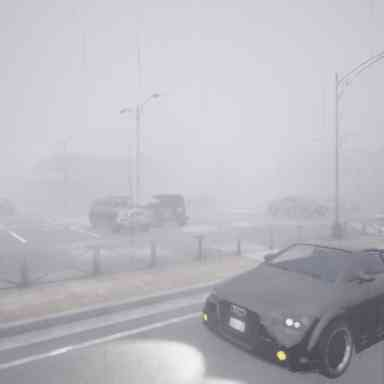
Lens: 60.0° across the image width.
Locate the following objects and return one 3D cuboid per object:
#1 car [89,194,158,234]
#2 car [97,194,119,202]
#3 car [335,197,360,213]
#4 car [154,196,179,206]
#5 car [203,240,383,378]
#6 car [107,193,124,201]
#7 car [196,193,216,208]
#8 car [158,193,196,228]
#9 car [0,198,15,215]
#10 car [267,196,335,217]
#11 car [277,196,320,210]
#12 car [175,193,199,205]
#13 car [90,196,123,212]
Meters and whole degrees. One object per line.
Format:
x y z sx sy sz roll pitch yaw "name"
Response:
-3.950 1.099 17.940 1.932 1.855 4.605 0 0 -36 "car"
-20.121 1.439 79.684 4.611 1.667 2.242 0 0 -36 "car"
13.633 1.196 31.378 1.970 1.475 3.806 0 0 -36 "car"
-3.892 1.329 50.249 1.970 1.475 3.806 0 0 -36 "car"
2.228 1.555 5.534 4.181 1.385 1.994 0 0 -35 "car"
-19.876 1.264 86.812 3.866 1.878 1.905 0 0 -36 "car"
1.060 1.066 43.366 1.932 1.855 4.605 0 0 -36 "car"
-1.823 1.074 19.962 1.905 1.878 3.866 0 0 -36 "car"
-17.657 1.326 30.949 1.845 1.501 3.633 0 0 -36 "car"
8.595 1.129 27.389 2.152 1.636 5.027 0 0 -36 "car"
12.524 1.255 39.244 2.007 1.523 4.514 0 0 -36 "car"
-0.831 1.039 51.681 1.905 1.878 3.866 0 0 -36 "car"
-9.495 1.288 36.715 2.007 1.523 4.514 0 0 -36 "car"
